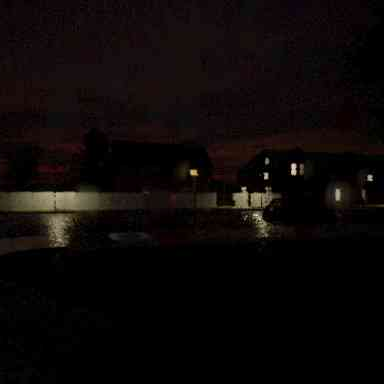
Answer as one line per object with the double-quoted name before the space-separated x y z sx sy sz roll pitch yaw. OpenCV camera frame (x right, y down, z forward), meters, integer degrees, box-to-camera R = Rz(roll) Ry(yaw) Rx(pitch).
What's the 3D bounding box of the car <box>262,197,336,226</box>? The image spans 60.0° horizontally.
"car" 6.918 1.133 21.352 4.553 1.767 2.097 0 1 -19
